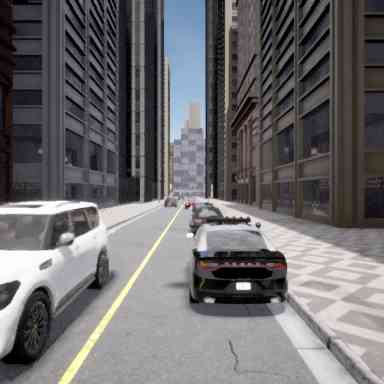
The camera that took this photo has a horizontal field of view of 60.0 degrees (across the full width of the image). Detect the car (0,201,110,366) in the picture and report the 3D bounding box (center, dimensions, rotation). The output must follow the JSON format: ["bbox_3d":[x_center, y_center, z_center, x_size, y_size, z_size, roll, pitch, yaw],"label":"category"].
[{"bbox_3d":[-3.112,1.222,6.160,2.150,2.045,5.566,0,0,0],"label":"car"}]

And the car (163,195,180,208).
[{"bbox_3d":[-3.165,1.558,49.620,1.837,1.490,4.892,0,0,0],"label":"car"}]

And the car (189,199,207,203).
[{"bbox_3d":[0.864,1.519,24.232,1.837,1.490,4.892,0,0,0],"label":"car"}]

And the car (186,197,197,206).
[{"bbox_3d":[-0.083,1.641,59.010,1.994,1.385,4.181,0,0,0],"label":"car"}]

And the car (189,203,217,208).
[{"bbox_3d":[0.873,1.534,18.232,1.812,1.442,4.674,0,0,0],"label":"car"}]

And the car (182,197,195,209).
[{"bbox_3d":[-0.030,1.646,45.985,1.895,1.301,4.718,0,0,0],"label":"car"}]

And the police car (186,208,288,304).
[{"bbox_3d":[0.887,1.427,8.342,1.930,1.638,5.238,0,0,0],"label":"police car"}]
